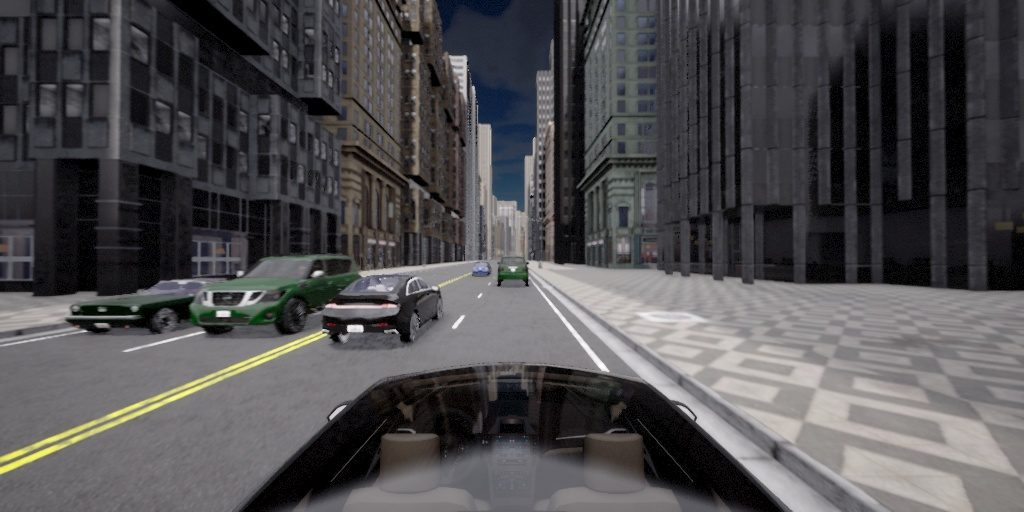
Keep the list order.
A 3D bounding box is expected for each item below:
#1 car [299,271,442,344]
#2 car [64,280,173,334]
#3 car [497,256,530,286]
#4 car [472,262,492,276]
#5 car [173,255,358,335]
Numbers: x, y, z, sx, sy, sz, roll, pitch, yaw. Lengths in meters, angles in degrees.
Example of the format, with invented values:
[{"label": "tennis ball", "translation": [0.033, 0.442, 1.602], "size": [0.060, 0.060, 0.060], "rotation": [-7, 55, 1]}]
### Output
[{"label": "car", "translation": [-3.148, 1.246, 9.627], "size": [2.128, 1.511, 4.902], "rotation": [0, 0, 0]}, {"label": "car", "translation": [-9.802, 1.356, 10.793], "size": [1.895, 1.301, 4.718], "rotation": [0, 0, 0]}, {"label": "car", "translation": [0.081, 0.989, 25.806], "size": [2.150, 2.045, 5.566], "rotation": [0, 0, 0]}, {"label": "car", "translation": [-3.143, 1.323, 38.361], "size": [2.033, 1.411, 5.357], "rotation": [0, 0, 0]}, {"label": "car", "translation": [-6.551, 0.979, 10.930], "size": [2.150, 2.045, 5.566], "rotation": [0, 0, 0]}]
